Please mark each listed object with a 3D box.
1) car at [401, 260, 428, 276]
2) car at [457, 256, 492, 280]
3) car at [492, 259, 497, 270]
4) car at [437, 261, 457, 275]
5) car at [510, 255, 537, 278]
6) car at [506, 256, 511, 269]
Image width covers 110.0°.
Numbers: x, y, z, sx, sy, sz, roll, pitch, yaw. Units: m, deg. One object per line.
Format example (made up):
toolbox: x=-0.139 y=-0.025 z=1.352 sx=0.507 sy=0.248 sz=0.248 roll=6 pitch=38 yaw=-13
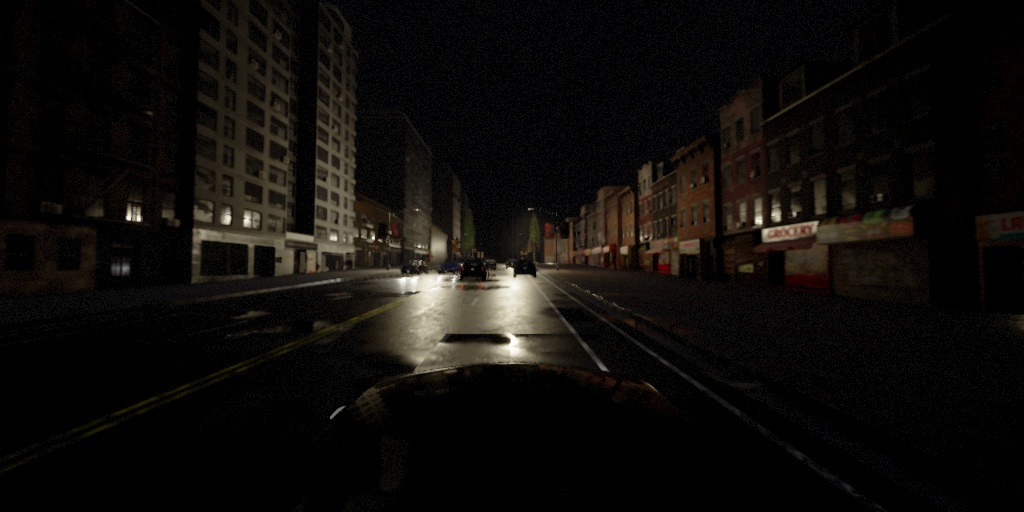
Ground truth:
car: x=-9.832 y=1.211 z=36.453 sx=2.128 sy=1.511 sz=4.902 roll=0 pitch=0 yaw=0
car: x=-3.141 y=1.080 z=30.736 sx=2.097 sy=1.767 sz=4.553 roll=0 pitch=0 yaw=0
car: x=-3.135 y=1.179 z=51.186 sx=2.128 sy=1.511 sz=4.902 roll=0 pitch=0 yaw=0
car: x=-6.579 y=1.242 z=37.896 sx=1.812 sy=1.442 sz=4.674 roll=0 pitch=0 yaw=0
car: x=1.147 y=1.074 z=33.475 sx=2.097 sy=1.767 sz=4.553 roll=0 pitch=0 yaw=0
car: x=0.019 y=1.176 z=52.879 sx=2.128 sy=1.511 sz=4.902 roll=0 pitch=0 yaw=0
